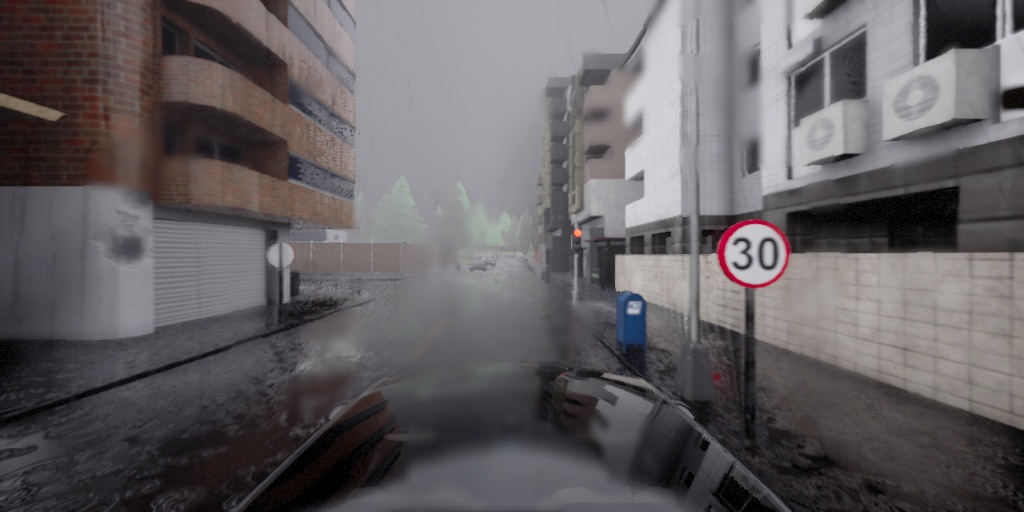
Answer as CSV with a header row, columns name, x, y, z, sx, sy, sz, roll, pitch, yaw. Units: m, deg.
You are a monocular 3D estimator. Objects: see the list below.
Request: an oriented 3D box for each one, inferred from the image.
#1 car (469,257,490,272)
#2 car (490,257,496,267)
name,x,y,z,sx,sy,sz,roll,pitch,yaw
car,-4.108,1.166,44.177,1.837,1.490,4.892,0,0,0
car,-4.046,0.976,63.637,2.097,1.767,4.553,0,0,0
